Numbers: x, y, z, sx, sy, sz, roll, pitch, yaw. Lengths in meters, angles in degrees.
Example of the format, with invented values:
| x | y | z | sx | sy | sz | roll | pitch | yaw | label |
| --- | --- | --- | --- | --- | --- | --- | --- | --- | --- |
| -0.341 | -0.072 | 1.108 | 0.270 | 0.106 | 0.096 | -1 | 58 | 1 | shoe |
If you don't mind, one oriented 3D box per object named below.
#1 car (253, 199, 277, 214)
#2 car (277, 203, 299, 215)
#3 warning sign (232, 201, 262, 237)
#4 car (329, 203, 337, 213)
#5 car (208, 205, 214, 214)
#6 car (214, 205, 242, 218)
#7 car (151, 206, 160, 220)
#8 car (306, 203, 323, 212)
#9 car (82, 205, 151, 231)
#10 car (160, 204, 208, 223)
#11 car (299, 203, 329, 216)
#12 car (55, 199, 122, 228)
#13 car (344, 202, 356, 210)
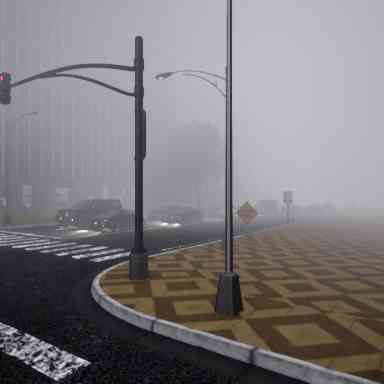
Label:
| x | y | z | sx | sy | sz | roll | pitch | yaw | label |
| --- | --- | --- | --- | --- | --- | --- | --- | --- | --- |
| 10.650 | 2.064 | 47.846 | 2.150 | 2.045 | 5.566 | 0 | -1 | 33 | car |
| 14.102 | 2.343 | 46.927 | 1.882 | 1.535 | 5.008 | 0 | -1 | 33 | car |
| 3.069 | 1.454 | 18.572 | 1.300 | 1.860 | 1.060 | 1 | 1 | 33 | warning sign |
| 21.757 | 2.537 | 53.031 | 1.837 | 1.490 | 4.892 | 0 | -1 | 33 | car |
| 3.022 | 2.279 | 42.043 | 1.895 | 1.301 | 4.718 | 0 | -1 | 32 | car |
| 4.809 | 2.251 | 38.816 | 1.895 | 1.301 | 4.718 | 0 | -1 | 33 | car |
| -2.451 | 2.001 | 33.520 | 1.837 | 1.490 | 4.892 | 0 | -1 | 33 | car |
| 21.530 | 2.634 | 58.520 | 1.812 | 1.442 | 4.674 | 0 | -1 | 33 | car |
| -5.177 | 1.883 | 23.254 | 1.994 | 1.385 | 4.181 | 0 | -1 | 32 | car |
| -0.648 | 2.033 | 30.321 | 1.994 | 1.385 | 4.181 | 0 | -1 | 32 | car |
| 16.469 | 2.406 | 44.693 | 2.033 | 1.411 | 5.357 | 0 | -1 | 33 | car |
| -7.627 | 1.547 | 25.450 | 2.150 | 2.045 | 5.566 | 0 | -1 | 33 | car |
| 31.409 | 2.770 | 65.976 | 1.801 | 1.575 | 5.366 | 0 | -1 | 33 | car |
